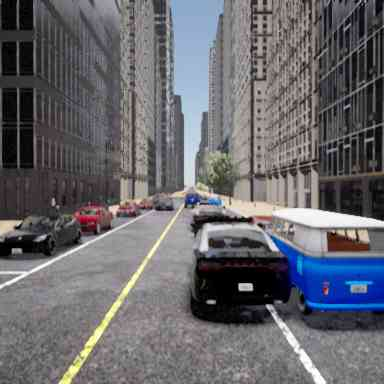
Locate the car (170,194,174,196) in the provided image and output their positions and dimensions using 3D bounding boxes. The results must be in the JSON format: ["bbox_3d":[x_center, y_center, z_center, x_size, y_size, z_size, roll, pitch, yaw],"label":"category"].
[{"bbox_3d":[-5.556,1.114,69.916,2.192,1.841,5.009,0,0,0],"label":"car"}]

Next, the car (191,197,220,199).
[{"bbox_3d":[0.948,1.396,24.312,1.801,1.575,5.366,0,0,0],"label":"car"}]

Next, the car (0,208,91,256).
[{"bbox_3d":[-5.668,1.534,12.947,1.947,1.339,4.313,0,0,0],"label":"car"}]

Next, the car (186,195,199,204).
[{"bbox_3d":[0.116,1.327,59.167,2.128,1.511,4.902,0,0,0],"label":"car"}]

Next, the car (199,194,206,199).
[{"bbox_3d":[2.870,1.264,92.689,2.008,1.369,4.403,0,0,0],"label":"car"}]

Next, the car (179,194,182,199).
[{"bbox_3d":[-2.814,1.183,94.425,1.882,1.535,5.008,0,0,0],"label":"car"}]

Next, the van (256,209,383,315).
[{"bbox_3d":[2.701,1.323,7.233,1.690,1.788,3.998,0,0,0],"label":"van"}]

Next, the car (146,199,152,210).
[{"bbox_3d":[-5.612,1.474,41.433,1.802,1.307,4.206,0,0,0],"label":"car"}]

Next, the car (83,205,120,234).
[{"bbox_3d":[-5.656,1.499,18.645,1.887,1.381,4.507,0,0,0],"label":"car"}]

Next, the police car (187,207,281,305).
[{"bbox_3d":[0.917,1.405,8.232,1.930,1.638,5.238,0,0,0],"label":"police car"}]

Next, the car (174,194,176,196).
[{"bbox_3d":[-5.533,1.340,81.312,1.802,1.307,4.206,0,0,0],"label":"car"}]

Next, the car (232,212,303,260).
[{"bbox_3d":[2.713,1.550,12.930,1.802,1.307,4.206,0,0,0],"label":"car"}]

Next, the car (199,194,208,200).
[{"bbox_3d":[2.847,1.308,81.295,2.008,1.369,4.403,0,0,0],"label":"car"}]

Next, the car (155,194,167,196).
[{"bbox_3d":[-5.589,1.423,52.826,1.947,1.339,4.313,0,0,0],"label":"car"}]

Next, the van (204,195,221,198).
[{"bbox_3d":[2.768,1.233,41.415,1.690,1.788,3.998,0,0,0],"label":"van"}]

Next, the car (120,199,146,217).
[{"bbox_3d":[-5.634,1.507,30.039,1.802,1.307,4.206,0,0,0],"label":"car"}]

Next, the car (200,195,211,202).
[{"bbox_3d":[2.825,1.350,69.900,2.008,1.369,4.403,0,0,0],"label":"car"}]

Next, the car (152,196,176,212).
[{"bbox_3d":[-3.023,1.468,37.582,1.994,1.385,4.181,0,0,0],"label":"car"}]

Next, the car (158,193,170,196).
[{"bbox_3d":[-5.578,1.153,58.522,2.192,1.841,5.009,0,0,0],"label":"car"}]

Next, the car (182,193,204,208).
[{"bbox_3d":[0.093,1.103,44.893,2.150,2.045,5.566,0,0,0],"label":"car"}]

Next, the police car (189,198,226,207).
[{"bbox_3d":[0.936,1.381,18.232,1.930,1.638,5.238,0,0,0],"label":"police car"}]
